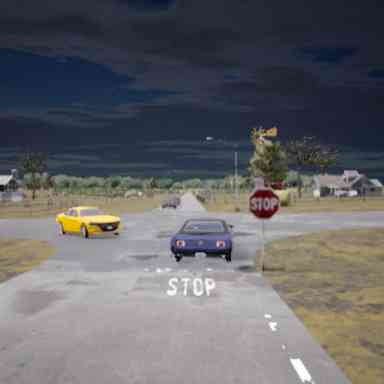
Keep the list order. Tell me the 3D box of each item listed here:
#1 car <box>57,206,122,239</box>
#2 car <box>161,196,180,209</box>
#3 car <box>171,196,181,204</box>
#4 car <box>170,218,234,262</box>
[{"bbox_3d":[-5.550,1.523,17.722,1.882,1.535,5.008,-1,-2,-41],"label":"car"},{"bbox_3d":[-3.017,1.474,44.822,1.837,1.490,4.892,0,0,-1],"label":"car"},{"bbox_3d":[-3.107,1.484,64.934,1.837,1.490,4.892,0,0,0],"label":"car"},{"bbox_3d":[0.562,1.586,12.122,1.895,1.301,4.718,0,0,8],"label":"car"}]
